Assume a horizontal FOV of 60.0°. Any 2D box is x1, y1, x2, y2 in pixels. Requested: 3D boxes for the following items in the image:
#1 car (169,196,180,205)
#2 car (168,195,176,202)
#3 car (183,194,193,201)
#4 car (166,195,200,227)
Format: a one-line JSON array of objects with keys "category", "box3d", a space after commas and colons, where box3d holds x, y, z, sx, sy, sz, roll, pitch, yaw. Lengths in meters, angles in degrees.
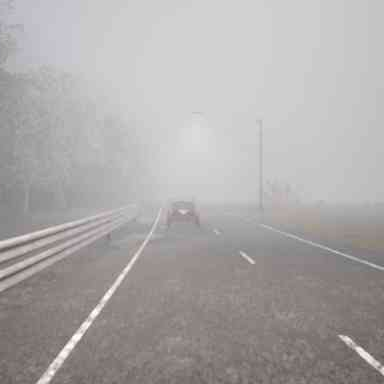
[{"category": "car", "box3d": [-2.958, 1.402, 55.060, 1.837, 1.490, 4.892, 0, -1, -4]}, {"category": "car", "box3d": [-4.485, 1.380, 74.714, 1.812, 1.442, 4.674, 0, 0, -4]}, {"category": "car", "box3d": [-0.936, 1.206, 74.151, 2.128, 1.511, 4.902, 0, 0, -4]}, {"category": "car", "box3d": [-0.680, 1.313, 22.922, 2.097, 1.767, 4.553, 0, 0, -4]}]
